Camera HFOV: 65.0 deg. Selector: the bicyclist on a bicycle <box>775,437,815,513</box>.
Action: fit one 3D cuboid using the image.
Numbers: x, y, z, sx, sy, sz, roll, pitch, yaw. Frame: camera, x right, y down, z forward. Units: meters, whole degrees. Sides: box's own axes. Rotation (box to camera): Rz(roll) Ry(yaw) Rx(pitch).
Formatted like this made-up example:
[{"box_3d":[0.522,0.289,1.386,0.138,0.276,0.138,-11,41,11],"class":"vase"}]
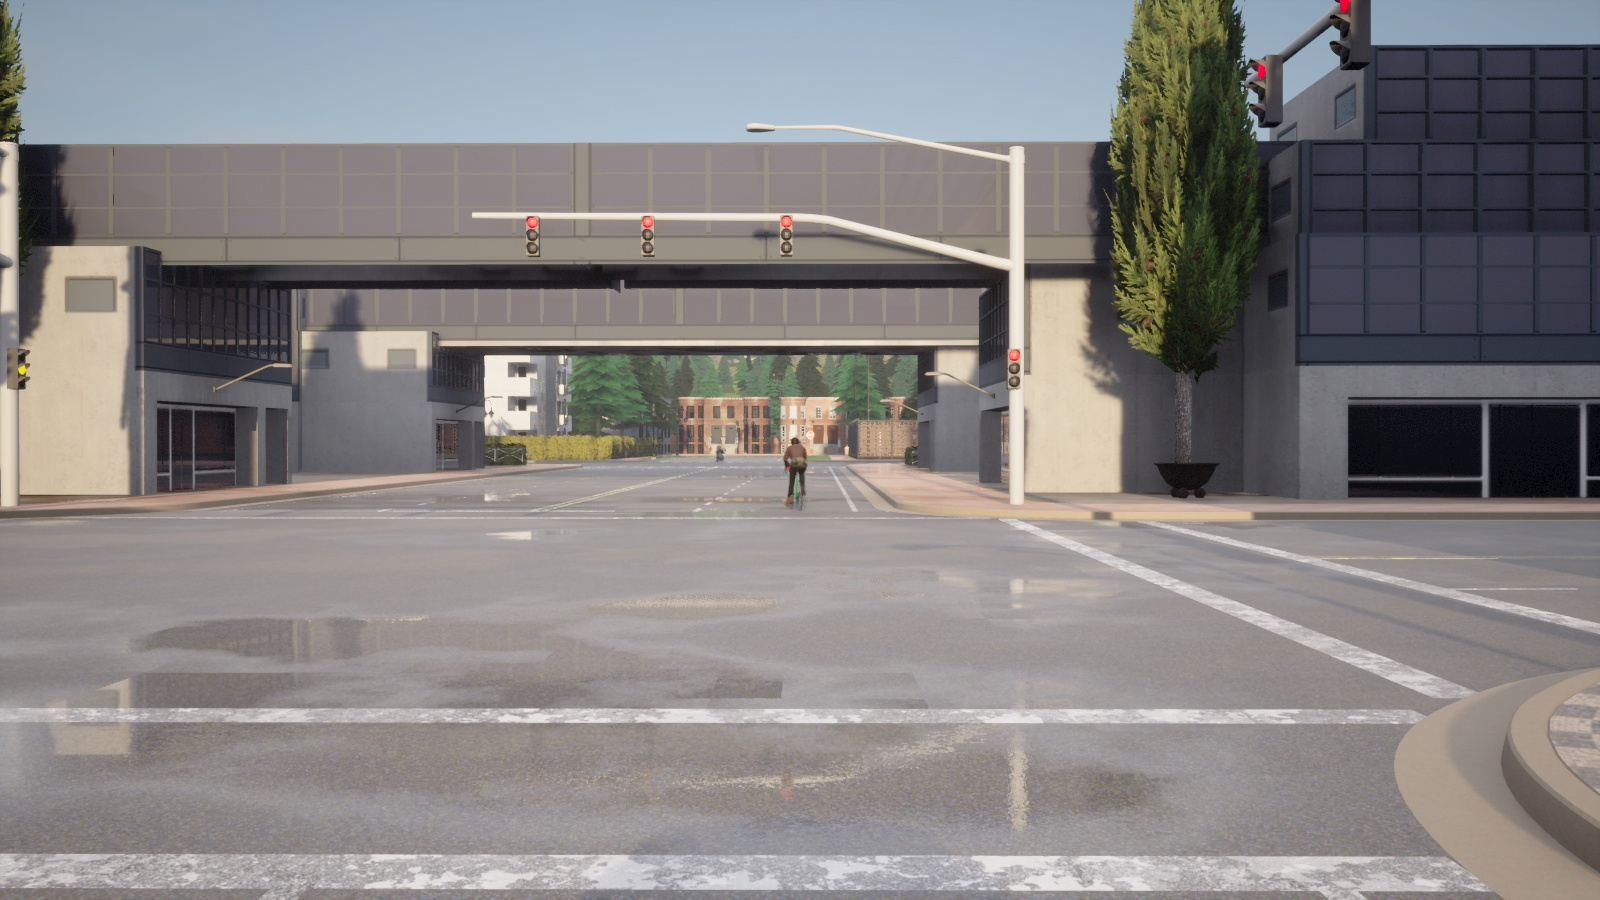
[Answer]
[{"box_3d":[-0.122,0.542,27.854,0.582,1.620,1.656,1,0,-10],"class":"bicyclist on a bicycle"}]
